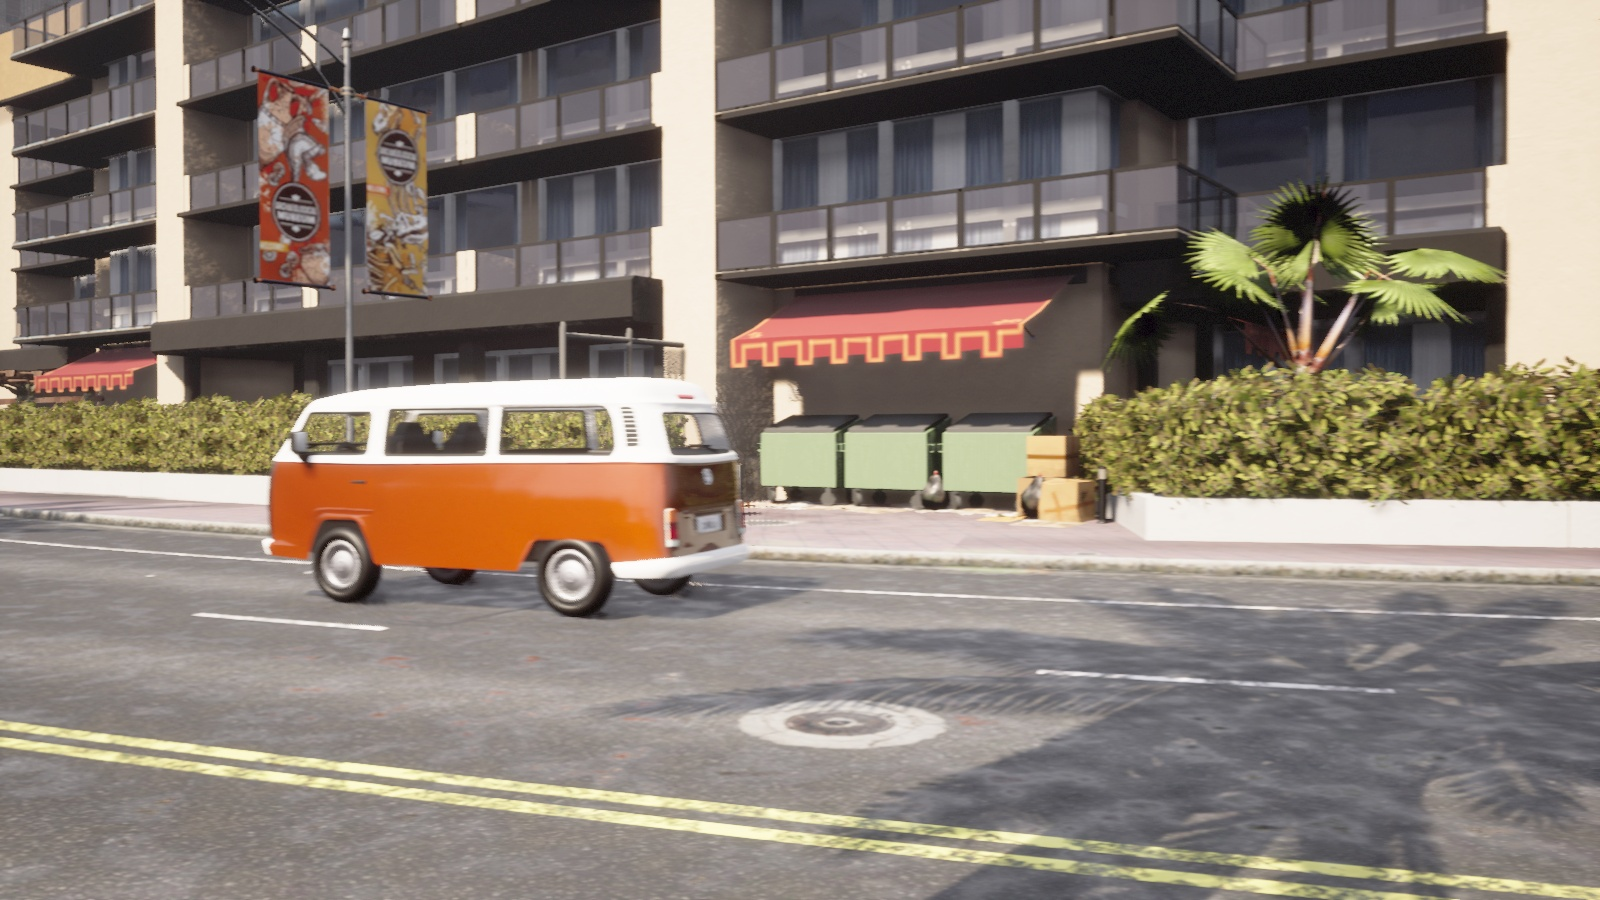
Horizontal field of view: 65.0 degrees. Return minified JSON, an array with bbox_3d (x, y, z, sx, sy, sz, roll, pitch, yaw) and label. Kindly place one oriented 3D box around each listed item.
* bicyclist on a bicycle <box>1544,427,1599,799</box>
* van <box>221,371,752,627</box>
[{"bbox_3d":[4.299,0.708,5.527,1.656,1.620,0.582,0,1,16],"label":"bicyclist on a bicycle"},{"bbox_3d":[-2.924,0.351,11.800,4.480,2.038,2.069,1,1,23],"label":"van"}]
